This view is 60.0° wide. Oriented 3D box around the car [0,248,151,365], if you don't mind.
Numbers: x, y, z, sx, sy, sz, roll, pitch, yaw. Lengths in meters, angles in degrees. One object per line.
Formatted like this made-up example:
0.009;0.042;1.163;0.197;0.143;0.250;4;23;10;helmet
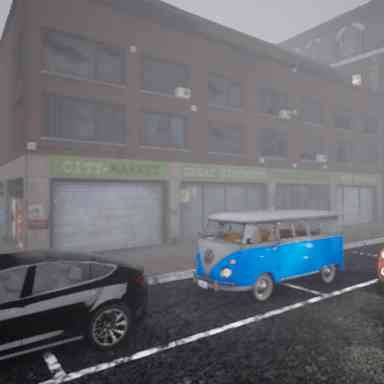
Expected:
-2.664;1.566;4.661;4.313;1.339;1.947;0;0;-35;car

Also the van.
1.936;1.338;7.940;3.998;1.788;1.690;0;0;-35;van

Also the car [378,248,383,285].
6.431;1.347;7.964;4.553;1.767;2.097;0;0;-35;car
